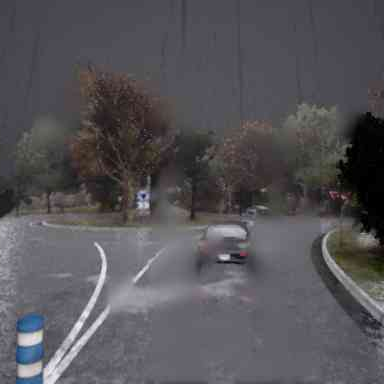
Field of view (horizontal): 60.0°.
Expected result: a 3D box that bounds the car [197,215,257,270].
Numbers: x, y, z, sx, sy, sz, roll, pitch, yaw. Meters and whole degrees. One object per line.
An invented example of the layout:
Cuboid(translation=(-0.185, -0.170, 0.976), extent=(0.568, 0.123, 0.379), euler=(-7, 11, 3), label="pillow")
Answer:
Cuboid(translation=(1.281, 1.750, 11.823), extent=(1.812, 1.442, 4.674), euler=(0, -1, 9), label="car")

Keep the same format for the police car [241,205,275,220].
Cuboid(translation=(7.513, 2.277, 38.645), extent=(1.930, 1.638, 5.238), euler=(2, -2, -22), label="police car")
